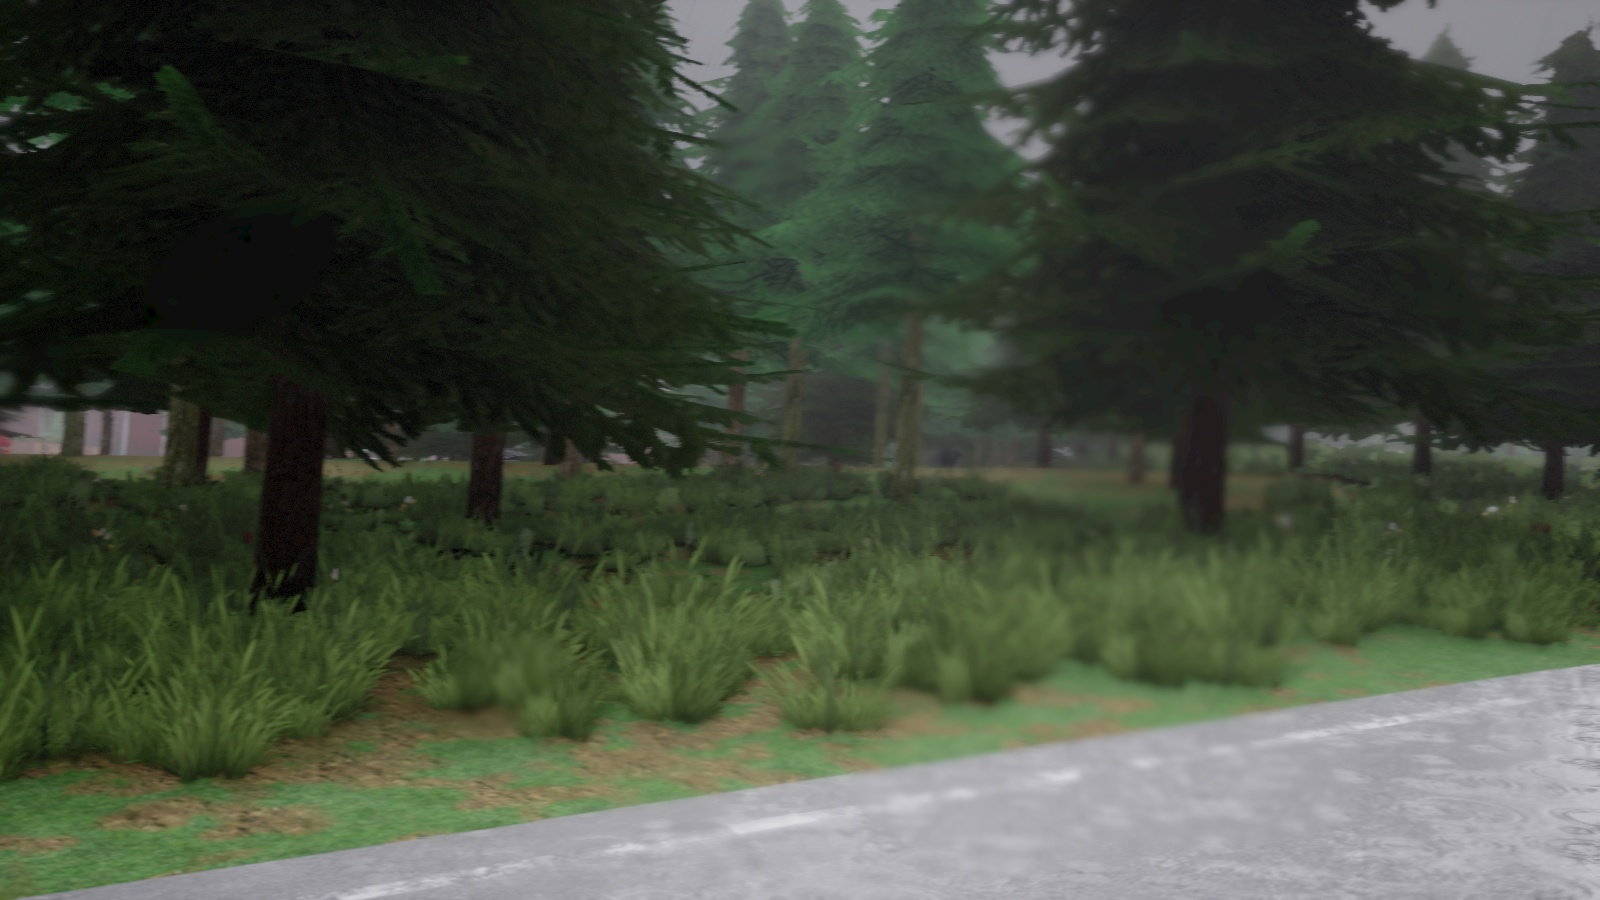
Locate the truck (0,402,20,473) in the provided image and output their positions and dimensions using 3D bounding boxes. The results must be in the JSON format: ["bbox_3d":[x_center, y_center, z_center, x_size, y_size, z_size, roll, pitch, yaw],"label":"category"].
[{"bbox_3d":[-47.306,-1.000,67.512,8.468,3.827,2.891,6,-3,-41],"label":"truck"}]
